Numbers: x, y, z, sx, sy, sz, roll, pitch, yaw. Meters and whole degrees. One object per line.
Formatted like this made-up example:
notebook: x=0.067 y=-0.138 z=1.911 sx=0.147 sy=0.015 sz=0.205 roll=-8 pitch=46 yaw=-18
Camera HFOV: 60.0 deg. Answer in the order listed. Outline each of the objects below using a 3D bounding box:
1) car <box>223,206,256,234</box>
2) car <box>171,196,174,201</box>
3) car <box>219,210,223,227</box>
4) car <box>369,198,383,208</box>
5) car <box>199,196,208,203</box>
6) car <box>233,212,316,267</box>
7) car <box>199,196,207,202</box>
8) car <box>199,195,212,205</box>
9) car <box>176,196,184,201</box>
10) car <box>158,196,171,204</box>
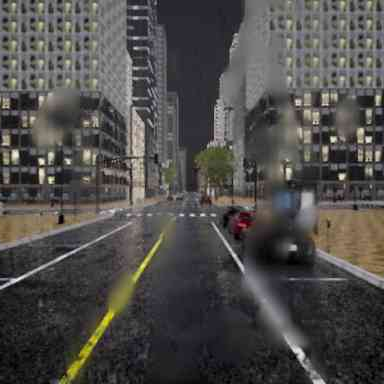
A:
car: x=2.800 y=1.606 z=16.961 sx=1.802 sy=1.307 sz=4.206 roll=-1 pitch=0 yaw=0
car: x=-5.880 y=1.678 z=89.743 sx=1.947 sy=1.339 sz=4.313 roll=0 pitch=0 yaw=0
car: x=2.821 y=1.598 z=22.646 sx=1.947 sy=1.339 sz=4.313 roll=-1 pitch=0 yaw=0
car: x=23.738 y=1.292 z=39.291 sx=4.718 sy=1.301 sz=1.895 roll=-1 pitch=0 yaw=-1
car: x=2.545 y=1.621 z=73.026 sx=1.752 sy=1.417 sz=4.829 roll=0 pitch=0 yaw=0
car: x=2.740 y=1.582 z=11.277 sx=1.947 sy=1.339 sz=4.313 roll=-1 pitch=0 yaw=0
car: x=2.531 y=1.683 z=78.497 sx=1.802 sy=1.307 sz=4.206 roll=0 pitch=0 yaw=0
car: x=2.573 y=1.398 z=61.576 sx=2.192 sy=1.841 sz=5.009 roll=-1 pitch=0 yaw=0
car: x=-3.182 y=1.656 z=88.935 sx=1.994 sy=1.385 sz=4.181 roll=0 pitch=0 yaw=0
car: x=-5.820 y=1.615 z=67.019 sx=1.752 sy=1.417 sz=4.829 roll=0 pitch=0 yaw=0
